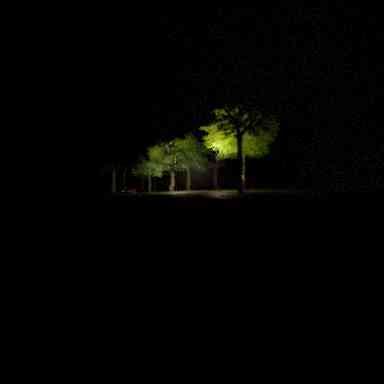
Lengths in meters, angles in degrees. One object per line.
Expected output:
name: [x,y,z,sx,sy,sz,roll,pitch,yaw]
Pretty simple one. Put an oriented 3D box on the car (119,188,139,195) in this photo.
car: [-14.200,-0.205,74.807,1.882,1.535,5.008,-1,1,38]
